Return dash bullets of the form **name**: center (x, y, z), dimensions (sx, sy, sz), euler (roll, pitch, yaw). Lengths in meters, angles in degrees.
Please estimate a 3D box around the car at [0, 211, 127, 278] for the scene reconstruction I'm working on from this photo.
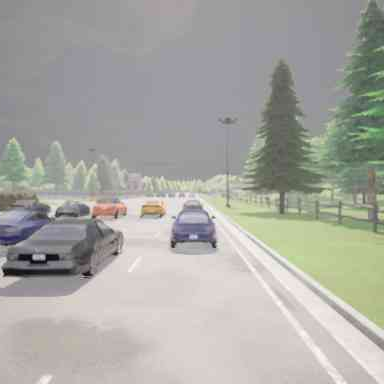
- **car**: center (-3.463, 1.524, 10.074), dimensions (2.033, 1.411, 5.357), euler (0, 0, 0)

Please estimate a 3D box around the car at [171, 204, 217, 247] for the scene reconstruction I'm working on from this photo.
- **car**: center (0.067, 1.491, 14.623), dimensions (1.812, 1.442, 4.674), euler (0, 0, 0)

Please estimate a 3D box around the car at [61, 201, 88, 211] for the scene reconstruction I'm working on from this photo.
- **car**: center (-10.433, 1.494, 29.451), dimensions (1.994, 1.385, 4.181), euler (0, 0, 0)

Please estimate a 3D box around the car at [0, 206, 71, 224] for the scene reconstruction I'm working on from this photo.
- **car**: center (-6.933, 1.494, 13.880), dimensions (1.812, 1.442, 4.674), euler (0, 0, 0)

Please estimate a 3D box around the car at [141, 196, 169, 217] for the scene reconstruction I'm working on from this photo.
- **car**: center (-3.430, 1.406, 30.321), dimensions (1.882, 1.535, 5.008), euler (0, 0, 0)

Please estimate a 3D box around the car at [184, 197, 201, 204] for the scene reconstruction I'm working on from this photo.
- **car**: center (0.065, 1.455, 29.779), dimensions (1.812, 1.442, 4.674), euler (0, 0, 0)

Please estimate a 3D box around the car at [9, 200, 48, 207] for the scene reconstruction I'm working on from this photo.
- **car**: center (-13.973, 1.424, 28.767), dimensions (2.128, 1.511, 4.902), euler (0, 0, -1)

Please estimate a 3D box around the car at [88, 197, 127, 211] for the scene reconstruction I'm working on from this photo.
- **car**: center (-6.939, 1.284, 28.471), dimensions (2.097, 1.767, 4.553), euler (0, 0, 0)
